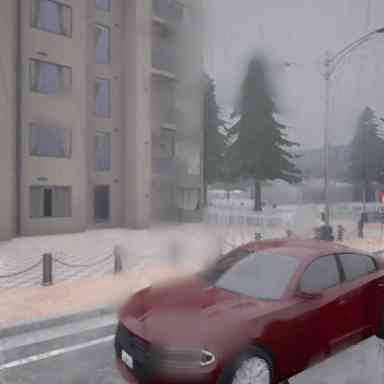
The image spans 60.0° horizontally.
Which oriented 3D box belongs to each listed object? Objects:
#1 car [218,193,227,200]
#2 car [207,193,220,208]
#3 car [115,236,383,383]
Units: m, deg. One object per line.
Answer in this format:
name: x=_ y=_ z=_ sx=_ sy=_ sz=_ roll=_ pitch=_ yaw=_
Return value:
car: x=7.528 y=1.223 z=94.239 sx=1.932 sy=1.855 sz=4.605 roll=0 pitch=0 yaw=-37
car: x=0.971 y=1.413 z=43.177 sx=2.097 sy=1.767 sz=4.553 roll=0 pitch=0 yaw=-37
car: x=1.355 y=1.485 z=4.945 sx=5.008 sy=1.535 sz=1.882 roll=0 pitch=0 yaw=-35
